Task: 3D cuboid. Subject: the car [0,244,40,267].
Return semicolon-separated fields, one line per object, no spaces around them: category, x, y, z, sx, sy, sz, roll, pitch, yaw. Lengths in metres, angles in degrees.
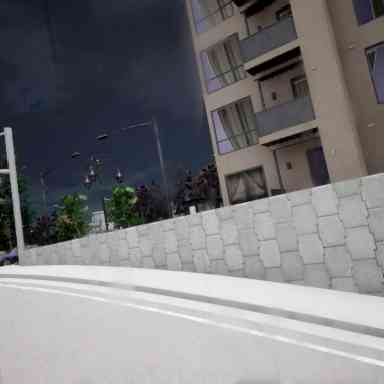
car;-15.510;5.654;29.606;2.097;1.767;4.553;-15;-9;35
